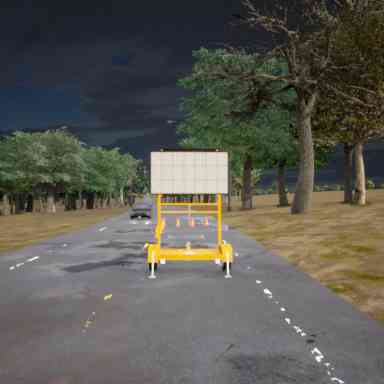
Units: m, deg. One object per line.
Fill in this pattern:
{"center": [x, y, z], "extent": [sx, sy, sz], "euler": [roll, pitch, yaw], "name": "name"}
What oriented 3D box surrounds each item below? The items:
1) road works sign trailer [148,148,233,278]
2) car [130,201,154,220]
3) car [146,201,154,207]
{"center": [-0.082, 0.481, 10.183], "extent": [2.380, 3.560, 2.880], "euler": [0, 0, -2], "name": "road works sign trailer"}
{"center": [-4.640, 1.821, 31.212], "extent": [2.033, 1.411, 5.357], "euler": [0, -1, -4], "name": "car"}
{"center": [-11.080, 3.089, 88.019], "extent": [2.128, 1.511, 4.902], "euler": [0, -2, -8], "name": "car"}
